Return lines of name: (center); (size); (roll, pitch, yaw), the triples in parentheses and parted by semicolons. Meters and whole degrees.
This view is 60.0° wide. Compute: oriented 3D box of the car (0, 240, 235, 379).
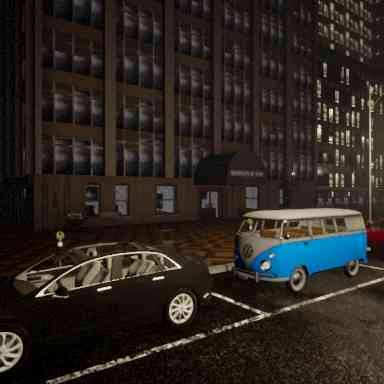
car: (-1.659, 1.551, 5.377); (4.403, 1.369, 2.008); (0, 0, -35)

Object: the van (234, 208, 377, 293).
van: (2.843, 1.341, 8.574); (3.998, 1.788, 1.690); (0, 0, -35)

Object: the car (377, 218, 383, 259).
car: (7.348, 1.545, 11.771); (4.507, 1.381, 1.887); (0, 0, -35)
